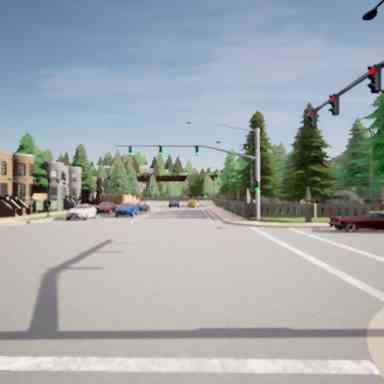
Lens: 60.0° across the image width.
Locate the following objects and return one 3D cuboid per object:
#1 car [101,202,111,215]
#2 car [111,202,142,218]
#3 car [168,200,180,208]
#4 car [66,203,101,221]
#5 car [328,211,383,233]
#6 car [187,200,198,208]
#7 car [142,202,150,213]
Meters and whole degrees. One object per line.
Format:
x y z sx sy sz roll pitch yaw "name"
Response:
-10.595 1.986 41.235 1.882 1.535 5.008 0 -1 0 "car"
-7.101 1.928 36.515 1.882 1.535 5.008 0 -1 0 "car"
-3.415 2.268 63.109 2.128 1.511 4.902 0 -1 0 "car"
-10.601 1.923 32.182 1.812 1.442 4.674 0 -1 0 "car"
11.186 1.859 21.020 4.718 1.301 1.895 0 -1 2 "car"
0.088 2.253 63.055 1.882 1.535 5.008 0 -1 0 "car"
-7.075 2.137 46.501 1.994 1.385 4.181 0 -1 0 "car"
